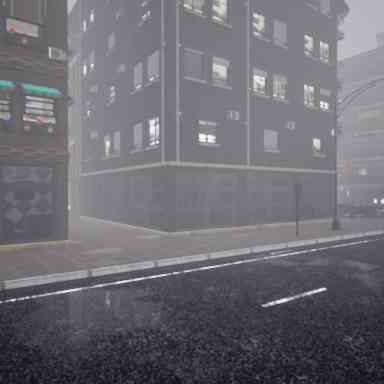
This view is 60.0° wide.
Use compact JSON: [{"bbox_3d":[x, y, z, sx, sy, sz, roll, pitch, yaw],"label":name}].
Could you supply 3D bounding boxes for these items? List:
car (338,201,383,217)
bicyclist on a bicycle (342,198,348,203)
[{"bbox_3d":[17.184,1.720,34.161,2.128,1.511,4.902,0,-1,-36],"label":"car"},{"bbox_3d":[20.459,1.583,44.475,1.656,1.620,0.582,-1,0,-36],"label":"bicyclist on a bicycle"}]
